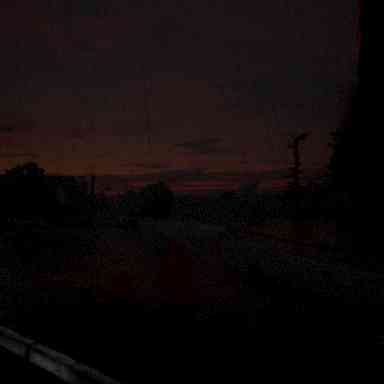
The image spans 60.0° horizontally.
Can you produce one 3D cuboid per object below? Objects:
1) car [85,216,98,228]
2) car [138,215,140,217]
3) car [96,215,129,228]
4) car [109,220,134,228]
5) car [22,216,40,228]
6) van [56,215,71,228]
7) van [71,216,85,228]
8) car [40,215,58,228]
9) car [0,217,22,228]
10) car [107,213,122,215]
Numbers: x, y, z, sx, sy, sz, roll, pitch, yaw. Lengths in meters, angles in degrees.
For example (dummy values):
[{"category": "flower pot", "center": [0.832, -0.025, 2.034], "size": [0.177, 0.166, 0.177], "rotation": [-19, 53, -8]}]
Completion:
[{"category": "car", "center": [-19.800, 5.509, 58.413], "size": [4.892, 1.521, 2.231], "rotation": [0, -5, 5]}, {"category": "car", "center": [-16.198, 7.839, 88.334], "size": [2.163, 1.488, 4.792], "rotation": [1, 1, 9]}, {"category": "car", "center": [-16.036, 6.108, 66.629], "size": [5.566, 2.045, 2.435], "rotation": [0, -5, 5]}, {"category": "car", "center": [-14.754, 6.682, 69.333], "size": [4.674, 1.452, 2.002], "rotation": [0, -5, 5]}, {"category": "car", "center": [-24.873, 4.414, 47.485], "size": [4.674, 1.452, 2.002], "rotation": [0, -6, 5]}, {"category": "van", "center": [-22.218, 4.717, 52.967], "size": [4.442, 1.987, 1.878], "rotation": [0, -6, 5]}, {"category": "van", "center": [-20.952, 5.001, 55.704], "size": [4.442, 1.987, 1.878], "rotation": [0, -6, 5]}, {"category": "car", "center": [-23.789, 4.654, 50.235], "size": [5.366, 1.575, 1.946], "rotation": [0, -5, 5]}, {"category": "car", "center": [-26.124, 4.129, 44.742], "size": [4.674, 1.452, 2.002], "rotation": [0, -5, 5]}, {"category": "car", "center": [-21.307, 7.598, 91.457], "size": [2.185, 1.767, 4.553], "rotation": [0, 1, 10]}]
